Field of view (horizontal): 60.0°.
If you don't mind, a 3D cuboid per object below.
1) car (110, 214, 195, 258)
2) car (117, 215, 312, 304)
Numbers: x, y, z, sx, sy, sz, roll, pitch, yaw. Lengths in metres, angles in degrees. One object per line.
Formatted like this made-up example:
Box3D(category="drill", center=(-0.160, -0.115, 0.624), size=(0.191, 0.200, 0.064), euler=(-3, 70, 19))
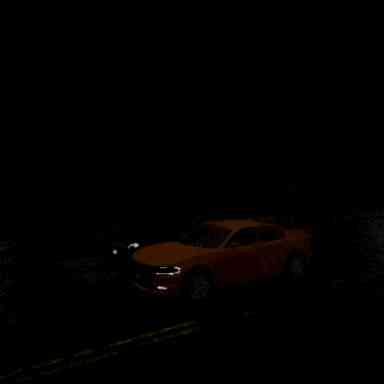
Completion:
Box3D(category="car", center=(-0.418, 1.518, 11.371), size=(4.674, 1.442, 1.812), euler=(0, 0, -35))
Box3D(category="car", center=(0.922, 1.471, 8.334), size=(5.008, 1.535, 1.882), euler=(0, 0, -35))
